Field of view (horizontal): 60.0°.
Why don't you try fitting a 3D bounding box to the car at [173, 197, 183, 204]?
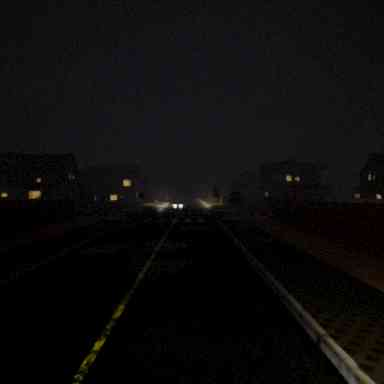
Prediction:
[{"bbox_3d":[-2.727,1.670,65.593,2.128,1.511,4.902,0,0,0],"label":"car"}]
